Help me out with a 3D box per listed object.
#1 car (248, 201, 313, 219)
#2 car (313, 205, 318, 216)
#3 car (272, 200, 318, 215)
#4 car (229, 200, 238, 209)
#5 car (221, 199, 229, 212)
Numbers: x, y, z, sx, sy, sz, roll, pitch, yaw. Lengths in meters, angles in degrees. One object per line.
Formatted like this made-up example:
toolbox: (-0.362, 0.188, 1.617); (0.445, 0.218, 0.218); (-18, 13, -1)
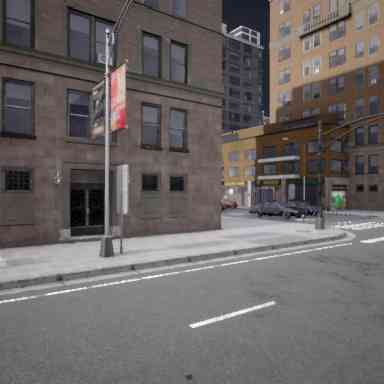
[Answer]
car: (7.413, 1.538, 29.157); (2.033, 1.411, 5.357); (0, 0, -37)
car: (9.506, 1.601, 30.911); (1.895, 1.301, 4.718); (0, 0, -32)
car: (10.530, 1.576, 34.284); (1.947, 1.339, 4.313); (0, 0, -35)
car: (4.168, 1.590, 43.285); (1.802, 1.307, 4.206); (0, 0, -35)
car: (1.631, 1.588, 37.366); (1.895, 1.301, 4.718); (0, 0, -35)
